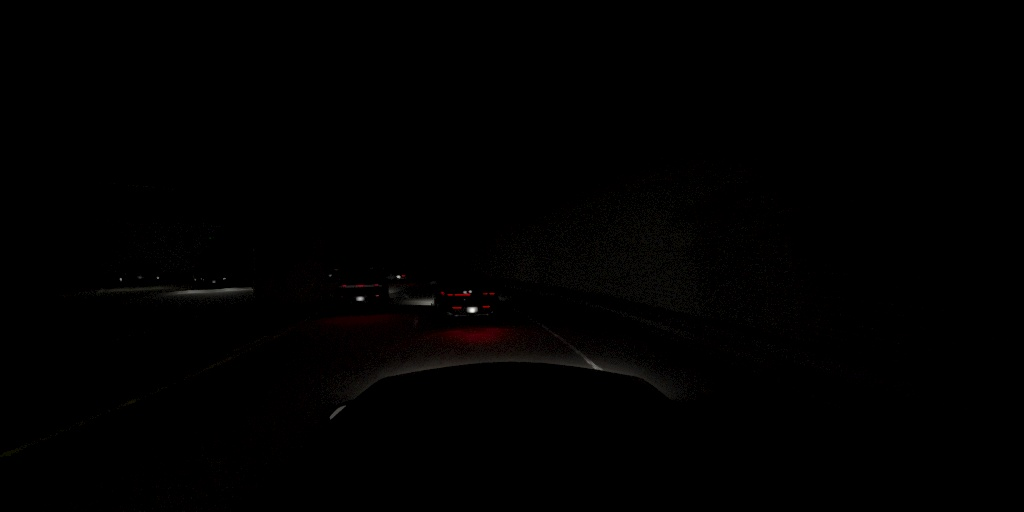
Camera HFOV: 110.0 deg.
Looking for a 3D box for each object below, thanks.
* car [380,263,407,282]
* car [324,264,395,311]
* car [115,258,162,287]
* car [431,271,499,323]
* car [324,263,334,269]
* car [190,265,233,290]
[{"bbox_3d":[-9.919,1.303,28.407,1.837,1.490,4.892,0,0,-39],"label":"car"},{"bbox_3d":[-6.092,1.275,14.772,2.128,1.511,4.902,0,0,-19],"label":"car"},{"bbox_3d":[-28.105,1.167,27.045,5.566,2.045,2.150,0,0,43],"label":"car"},{"bbox_3d":[-1.701,1.253,12.397,1.837,1.490,4.892,0,0,-14],"label":"car"},{"bbox_3d":[-15.940,1.336,29.925,2.128,1.511,4.902,0,0,-43],"label":"car"},{"bbox_3d":[-20.464,1.393,24.401,1.837,1.490,4.892,0,0,-43],"label":"car"}]
